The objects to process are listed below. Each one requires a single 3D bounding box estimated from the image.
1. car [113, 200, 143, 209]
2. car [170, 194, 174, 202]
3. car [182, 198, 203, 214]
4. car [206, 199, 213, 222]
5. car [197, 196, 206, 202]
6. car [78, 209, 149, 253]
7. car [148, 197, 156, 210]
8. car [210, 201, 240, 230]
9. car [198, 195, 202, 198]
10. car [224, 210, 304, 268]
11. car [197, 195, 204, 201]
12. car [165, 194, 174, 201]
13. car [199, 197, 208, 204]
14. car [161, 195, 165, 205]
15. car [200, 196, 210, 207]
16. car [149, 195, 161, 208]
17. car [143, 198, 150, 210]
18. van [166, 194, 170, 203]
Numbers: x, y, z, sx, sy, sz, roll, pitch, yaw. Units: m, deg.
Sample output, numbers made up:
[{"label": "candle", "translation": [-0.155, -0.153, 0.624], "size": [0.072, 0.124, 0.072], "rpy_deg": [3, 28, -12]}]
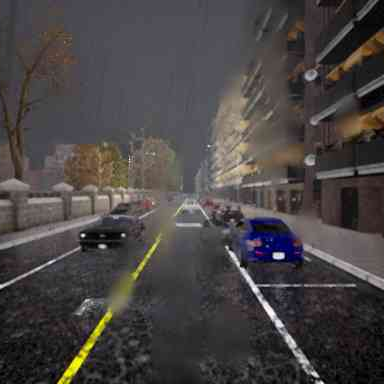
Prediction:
[{"label": "car", "translation": [-5.820, 1.610, 29.216], "size": [1.947, 1.339, 4.313], "rpy_deg": [0, 0, 0]}, {"label": "car", "translation": [-6.053, 1.743, 79.886], "size": [1.947, 1.339, 4.313], "rpy_deg": [0, 0, 0]}, {"label": "car", "translation": [-0.109, 1.655, 36.588], "size": [1.895, 1.301, 4.718], "rpy_deg": [0, 0, 0]}, {"label": "car", "translation": [2.561, 1.587, 29.254], "size": [1.887, 1.381, 4.507], "rpy_deg": [0, 0, 0]}, {"label": "car", "translation": [2.327, 1.741, 79.925], "size": [1.947, 1.339, 4.313], "rpy_deg": [0, 0, 0]}, {"label": "car", "translation": [-3.161, 1.622, 13.948], "size": [1.895, 1.301, 4.718], "rpy_deg": [0, 0, 0]}, {"label": "car", "translation": [-5.872, 1.607, 40.475], "size": [1.887, 1.381, 4.507], "rpy_deg": [0, 0, 0]}, {"label": "car", "translation": [2.586, 1.585, 23.623], "size": [2.008, 1.369, 4.403], "rpy_deg": [0, 0, 0]}, {"label": "car", "translation": [2.405, 1.565, 63.034], "size": [1.967, 1.590, 4.097], "rpy_deg": [0, 0, 0]}, {"label": "car", "translation": [2.305, 1.542, 11.180], "size": [1.812, 1.442, 4.674], "rpy_deg": [0, 0, 0]}, {"label": "car", "translation": [2.275, 1.653, 91.185], "size": [1.967, 1.590, 4.097], "rpy_deg": [0, 0, 0]}, {"label": "car", "translation": [-6.104, 1.530, 91.147], "size": [2.192, 1.841, 5.009], "rpy_deg": [0, 0, 0]}, {"label": "car", "translation": [2.379, 1.723, 68.664], "size": [1.802, 1.307, 4.206], "rpy_deg": [0, 0, 0]}, {"label": "car", "translation": [-5.924, 1.409, 51.735], "size": [2.192, 1.841, 5.009], "rpy_deg": [0, 0, 0]}, {"label": "car", "translation": [2.457, 1.674, 51.772], "size": [1.802, 1.307, 4.206], "rpy_deg": [0, 0, 0]}, {"label": "car", "translation": [-5.897, 1.518, 46.103], "size": [1.967, 1.590, 4.097], "rpy_deg": [0, 0, 0]}, {"label": "car", "translation": [-5.846, 1.634, 34.847], "size": [1.802, 1.307, 4.206], "rpy_deg": [0, 0, 0]}, {"label": "van", "translation": [-6.002, 1.484, 68.626], "size": [1.690, 1.788, 3.998], "rpy_deg": [0, 0, 0]}]
